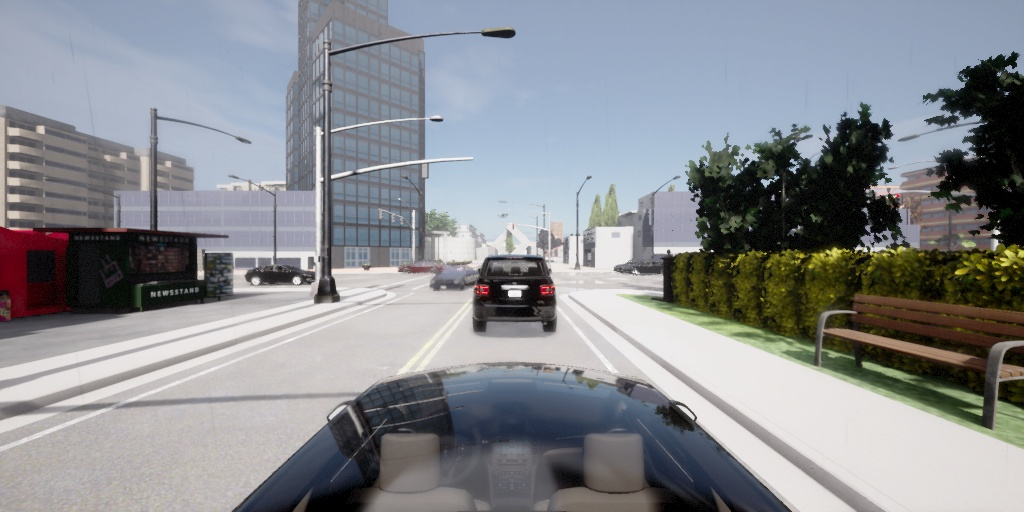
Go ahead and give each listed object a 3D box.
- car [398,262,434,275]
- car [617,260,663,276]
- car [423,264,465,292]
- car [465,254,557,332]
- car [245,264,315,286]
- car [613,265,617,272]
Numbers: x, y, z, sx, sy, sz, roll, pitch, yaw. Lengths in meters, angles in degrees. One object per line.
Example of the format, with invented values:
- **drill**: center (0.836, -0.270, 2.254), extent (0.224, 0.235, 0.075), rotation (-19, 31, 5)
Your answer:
- **car**: center (-9.977, 1.344, 40.364), extent (5.357, 1.411, 2.033), rotation (0, 0, 0)
- **car**: center (13.858, 1.244, 37.025), extent (4.892, 1.490, 1.837), rotation (0, 0, 0)
- **car**: center (-3.361, 1.315, 22.037), extent (2.033, 1.411, 5.357), rotation (0, 0, 8)
- **car**: center (0.082, 0.971, 11.013), extent (2.150, 2.045, 5.566), rotation (0, 0, 0)
- **car**: center (-16.620, 1.362, 26.120), extent (4.892, 1.490, 1.837), rotation (-1, 0, 0)
- **car**: center (13.968, 1.240, 40.541), extent (4.892, 1.490, 1.837), rotation (0, 0, 0)
